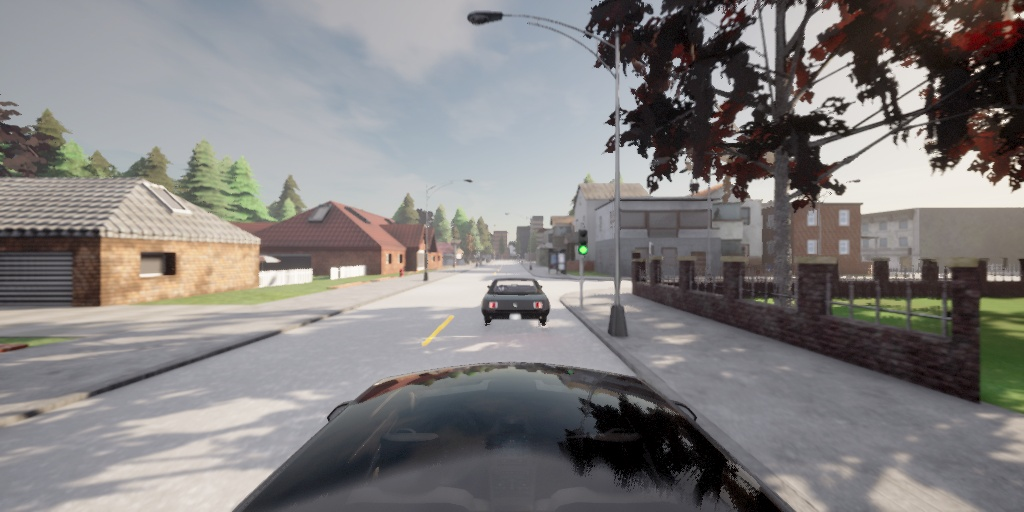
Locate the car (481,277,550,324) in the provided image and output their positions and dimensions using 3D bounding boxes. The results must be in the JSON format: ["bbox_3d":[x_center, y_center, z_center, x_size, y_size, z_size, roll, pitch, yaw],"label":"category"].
[{"bbox_3d":[0.099,1.355,11.895,1.895,1.301,4.718,0,0,0],"label":"car"}]
